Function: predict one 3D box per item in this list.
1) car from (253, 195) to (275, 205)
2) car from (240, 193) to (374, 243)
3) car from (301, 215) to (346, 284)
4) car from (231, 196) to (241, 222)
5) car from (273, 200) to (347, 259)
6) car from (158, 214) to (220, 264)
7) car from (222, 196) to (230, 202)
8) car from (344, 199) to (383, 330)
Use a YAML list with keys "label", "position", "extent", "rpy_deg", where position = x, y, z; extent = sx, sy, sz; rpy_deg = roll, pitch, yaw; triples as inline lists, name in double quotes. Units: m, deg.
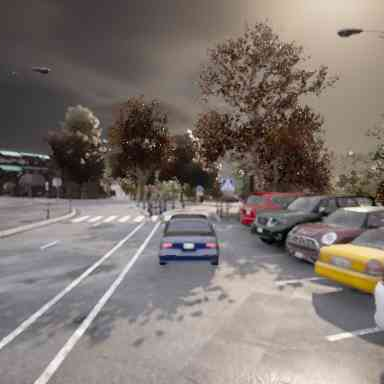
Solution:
- label: "car"
  position: [17.499, 1.887, 80.907]
  extent: [2.150, 2.045, 5.566]
  rpy_deg: [0, 1, -30]
- label: "car"
  position: [5.144, 1.111, 13.576]
  extent: [5.566, 2.045, 2.435]
  rpy_deg: [0, 1, -21]
- label: "car"
  position: [5.443, 1.441, 7.729]
  extent: [5.366, 1.575, 1.946]
  rpy_deg: [1, 0, -21]
- label: "car"
  position: [5.125, 1.068, 16.578]
  extent: [5.566, 2.045, 2.435]
  rpy_deg: [0, 1, -22]
- label: "car"
  position: [5.255, 1.280, 10.633]
  extent: [4.553, 1.767, 2.185]
  rpy_deg: [0, 1, -21]
- label: "car"
  position: [-0.102, 1.449, 11.385]
  extent: [2.033, 1.411, 5.357]
  rpy_deg: [0, 1, -1]
- label: "car"
  position: [10.319, 1.925, 89.462]
  extent: [4.553, 1.767, 2.097]
  rpy_deg: [0, 1, 30]
- label: "car"
  position: [5.284, 1.217, 4.660]
  extent: [5.566, 2.045, 2.435]
  rpy_deg: [1, 1, -21]
